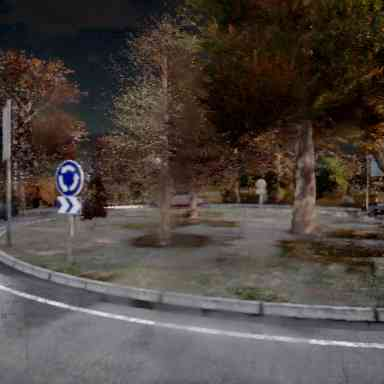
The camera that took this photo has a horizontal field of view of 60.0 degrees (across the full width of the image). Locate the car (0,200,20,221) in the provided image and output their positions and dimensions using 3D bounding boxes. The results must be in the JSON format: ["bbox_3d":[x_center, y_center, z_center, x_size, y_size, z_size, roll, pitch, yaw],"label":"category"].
[{"bbox_3d":[-12.594,1.148,19.919,2.033,1.411,5.357,1,1,4],"label":"car"}]

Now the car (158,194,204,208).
[{"bbox_3d":[-1.482,0.964,34.555,5.357,1.411,2.033,-1,1,-20],"label":"car"}]

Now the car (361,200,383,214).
[{"bbox_3d":[17.099,1.301,28.896,1.994,1.385,4.181,0,2,-38],"label":"car"}]
